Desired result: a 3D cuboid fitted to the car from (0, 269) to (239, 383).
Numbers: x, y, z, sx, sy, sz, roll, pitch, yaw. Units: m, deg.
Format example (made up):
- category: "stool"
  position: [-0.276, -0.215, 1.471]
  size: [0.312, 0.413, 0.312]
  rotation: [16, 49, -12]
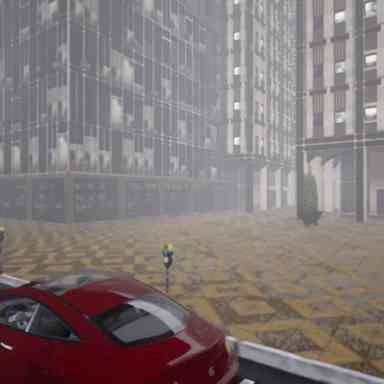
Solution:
- category: "car"
  position: [-1.492, 1.614, 3.932]
  size: [4.206, 1.307, 1.802]
  rotation: [-1, 0, 36]
